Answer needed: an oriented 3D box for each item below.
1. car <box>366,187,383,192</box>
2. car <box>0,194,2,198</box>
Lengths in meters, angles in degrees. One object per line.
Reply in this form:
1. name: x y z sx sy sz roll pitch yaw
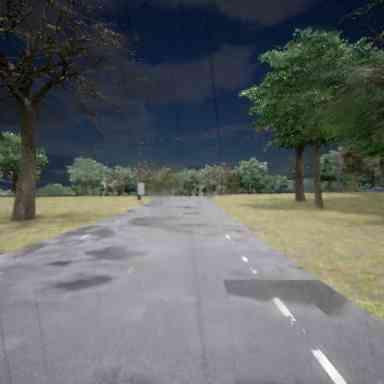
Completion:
1. car: 44.296 -0.493 79.791 4.674 1.442 1.812 -1 -2 -1
2. car: -43.850 0.574 72.320 4.674 1.442 1.812 -1 -2 1
